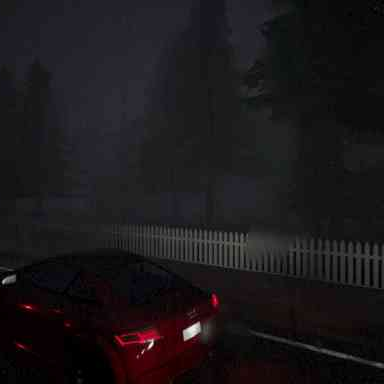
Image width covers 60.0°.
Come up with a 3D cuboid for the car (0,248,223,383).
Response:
[{"bbox_3d":[-1.644,1.564,4.963,4.181,1.385,1.994,0,0,35],"label":"car"}]
